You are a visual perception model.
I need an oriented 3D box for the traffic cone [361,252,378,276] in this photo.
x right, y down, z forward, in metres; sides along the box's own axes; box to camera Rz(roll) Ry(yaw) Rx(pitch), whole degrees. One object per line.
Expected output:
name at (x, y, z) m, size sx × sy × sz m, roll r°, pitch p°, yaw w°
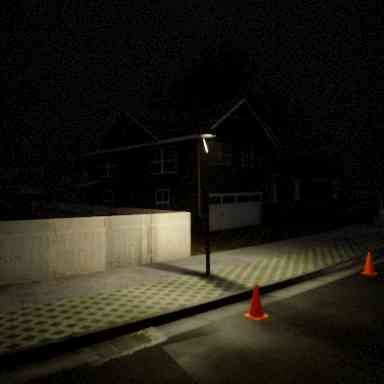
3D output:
traffic cone at (4.888, 1.957, 9.168) m, size 0.340 × 0.580 × 0.340 m, roll 0°, pitch 0°, yaw -42°

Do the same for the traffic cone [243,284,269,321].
traffic cone at (1.161, 1.957, 6.011) m, size 0.340 × 0.580 × 0.340 m, roll 0°, pitch 0°, yaw -39°
